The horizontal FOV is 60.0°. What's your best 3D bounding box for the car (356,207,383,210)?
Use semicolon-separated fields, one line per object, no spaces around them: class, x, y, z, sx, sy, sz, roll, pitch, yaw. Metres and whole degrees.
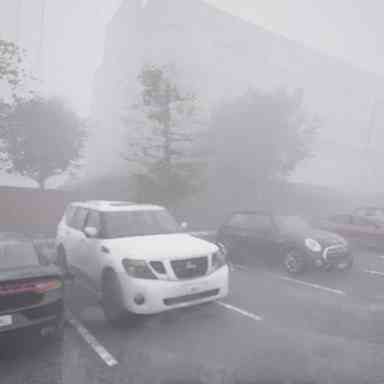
car;9.782;1.552;15.978;2.185;1.767;4.553;1;0;-35

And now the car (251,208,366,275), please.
car;2.857;1.454;11.040;2.185;1.767;4.553;1;0;-35

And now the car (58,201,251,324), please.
car;-1.554;1.265;7.822;2.435;2.045;5.566;1;0;-35

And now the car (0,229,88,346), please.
car;-3.845;1.484;6.216;2.097;1.535;5.008;1;0;-35

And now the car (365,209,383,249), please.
car;7.540;1.675;14.304;2.163;1.488;4.792;1;0;-35
